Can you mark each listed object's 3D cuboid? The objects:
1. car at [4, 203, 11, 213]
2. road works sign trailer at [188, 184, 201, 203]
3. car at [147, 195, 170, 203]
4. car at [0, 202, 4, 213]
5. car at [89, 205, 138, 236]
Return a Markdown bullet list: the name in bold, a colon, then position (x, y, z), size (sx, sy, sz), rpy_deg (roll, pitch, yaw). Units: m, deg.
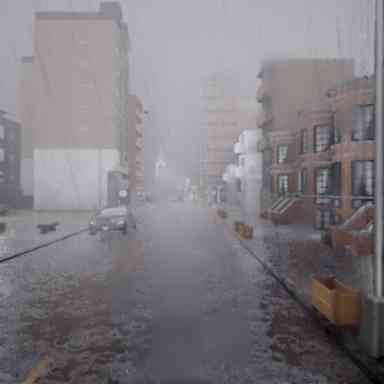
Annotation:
- **car**: position (-19.474, 1.302, 31.628), size (4.193, 1.474, 1.816), rpy_deg (0, 0, 10)
- **road works sign trailer**: position (0.098, 0.247, 61.874), size (2.380, 3.560, 2.880), rpy_deg (0, 0, -37)
- **car**: position (-6.582, 1.283, 64.708), size (4.892, 1.490, 1.837), rpy_deg (0, -3, 33)
- **car**: position (-19.329, 1.245, 28.677), size (4.611, 1.667, 2.242), rpy_deg (0, 0, 10)
- **car**: position (-4.111, 1.461, 18.117), size (1.812, 1.442, 4.674), rpy_deg (0, 0, 0)
